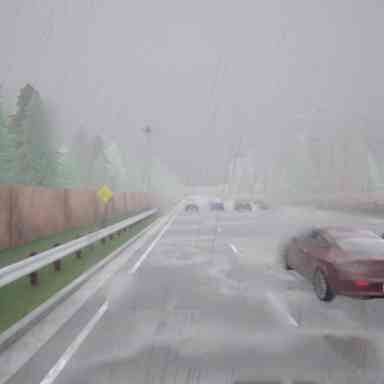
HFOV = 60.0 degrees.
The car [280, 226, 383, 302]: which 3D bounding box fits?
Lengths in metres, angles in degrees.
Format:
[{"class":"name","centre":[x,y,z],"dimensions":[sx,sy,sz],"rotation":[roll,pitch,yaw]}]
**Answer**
[{"class":"car","centre":[3.589,1.572,8.275],"dimensions":[1.812,1.442,4.674],"rotation":[0,0,0]}]

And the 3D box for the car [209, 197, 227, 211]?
[{"class":"car","centre":[3.457,1.817,46.969],"dimensions":[1.882,1.535,5.008],"rotation":[0,0,0]}]

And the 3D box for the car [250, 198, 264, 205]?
[{"class":"car","centre":[13.785,1.971,70.827],"dimensions":[1.837,1.490,4.892],"rotation":[0,0,0]}]

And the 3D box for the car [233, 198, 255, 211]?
[{"class":"car","centre":[6.955,1.671,46.600],"dimensions":[2.097,1.767,4.553],"rotation":[0,-1,0]}]

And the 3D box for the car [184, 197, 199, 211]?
[{"class":"car","centre":[-0.036,1.871,45.643],"dimensions":[1.812,1.442,4.674],"rotation":[0,0,0]}]

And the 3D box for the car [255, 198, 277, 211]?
[{"class":"car","centre":[10.455,1.868,46.608],"dimensions":[1.994,1.385,4.181],"rotation":[0,0,0]}]
